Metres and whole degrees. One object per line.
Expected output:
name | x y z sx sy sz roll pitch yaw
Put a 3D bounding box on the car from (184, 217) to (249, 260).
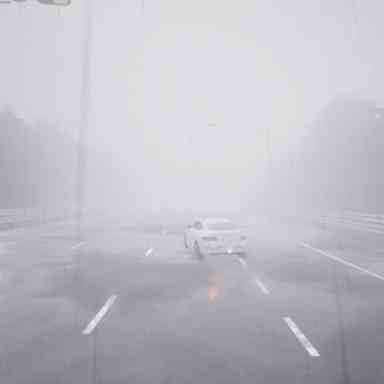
car | 0.841 1.720 13.185 1.812 1.442 4.674 0 -1 -10
